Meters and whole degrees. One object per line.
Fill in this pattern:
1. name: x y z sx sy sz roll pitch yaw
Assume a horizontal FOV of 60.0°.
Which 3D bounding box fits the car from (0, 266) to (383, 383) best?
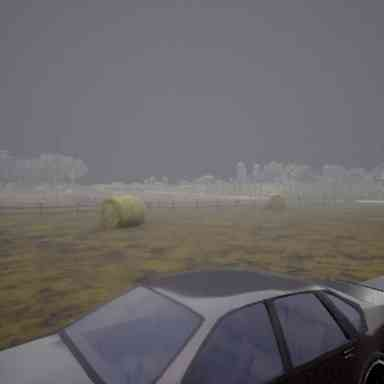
1. car: 0.183 1.546 3.168 5.357 1.411 2.033 0 0 -35
